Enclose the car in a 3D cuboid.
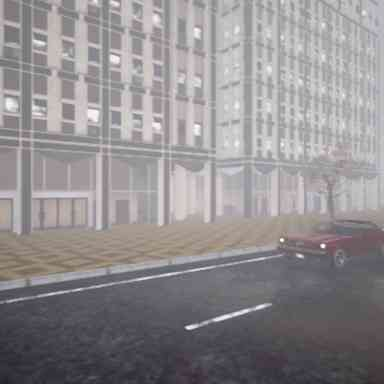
[{"bbox_3d":[5.046,1.628,11.364,4.718,1.301,1.895,0,0,-36],"label":"car"}]
